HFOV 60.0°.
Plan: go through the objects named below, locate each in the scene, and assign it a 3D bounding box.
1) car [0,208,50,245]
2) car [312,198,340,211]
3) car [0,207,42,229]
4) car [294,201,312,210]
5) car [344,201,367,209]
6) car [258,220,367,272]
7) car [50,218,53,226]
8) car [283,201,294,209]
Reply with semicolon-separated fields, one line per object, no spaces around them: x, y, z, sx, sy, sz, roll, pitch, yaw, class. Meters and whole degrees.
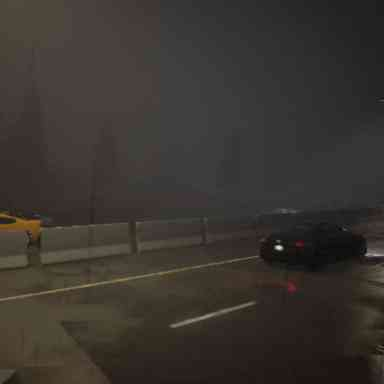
-9.240;1.711;14.656;5.008;1.535;1.882;0;-1;-36;car
18.766;1.701;45.792;2.097;1.767;4.553;-1;-1;39;car
-13.718;1.898;24.359;4.674;1.442;1.812;0;-1;-37;car
17.558;2.003;49.852;1.895;1.301;4.718;-1;-1;39;car
21.392;1.867;43.467;1.994;1.385;4.181;-1;-1;40;car
4.180;1.657;11.307;4.181;1.385;1.994;0;-1;-39;car
-11.668;1.927;21.512;4.718;1.301;1.895;0;-1;-36;car
16.620;2.058;54.357;1.895;1.301;4.718;-1;-1;37;car
